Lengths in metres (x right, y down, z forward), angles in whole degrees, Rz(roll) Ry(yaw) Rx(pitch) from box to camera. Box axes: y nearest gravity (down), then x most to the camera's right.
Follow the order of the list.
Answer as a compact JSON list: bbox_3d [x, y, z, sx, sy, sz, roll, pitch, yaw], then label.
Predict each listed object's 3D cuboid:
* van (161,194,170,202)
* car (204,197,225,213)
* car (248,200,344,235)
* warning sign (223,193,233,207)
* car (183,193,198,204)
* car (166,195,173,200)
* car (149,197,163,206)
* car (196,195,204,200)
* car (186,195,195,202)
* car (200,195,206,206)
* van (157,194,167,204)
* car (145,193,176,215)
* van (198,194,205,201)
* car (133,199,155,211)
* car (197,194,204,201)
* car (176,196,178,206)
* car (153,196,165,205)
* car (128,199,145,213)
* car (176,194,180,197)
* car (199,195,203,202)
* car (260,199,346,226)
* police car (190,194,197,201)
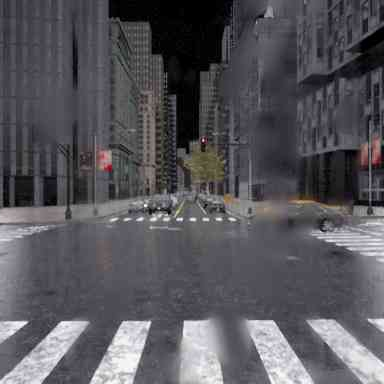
[{"bbox_3d":[-6.129,1.347,77.527,1.690,1.788,3.998,0,0,0],"label":"van"},{"bbox_3d":[2.662,1.546,36.362,2.008,1.369,4.403,0,0,0],"label":"car"},{"bbox_3d":[5.431,1.394,17.646,4.892,1.490,1.837,-2,-1,0],"label":"car"},{"bbox_3d":[4.912,1.111,45.452,1.300,1.860,1.060,0,0,0],"label":"warning sign"},{"bbox_3d":[-0.180,1.492,64.641,2.128,1.511,4.902,0,0,-1],"label":"car"},{"bbox_3d":[-6.233,1.598,93.765,1.802,1.307,4.206,0,0,0],"label":"car"},{"bbox_3d":[-5.989,1.563,55.874,1.947,1.339,4.313,0,0,0],"label":"car"},{"bbox_3d":[2.288,1.567,94.300,2.008,1.369,4.403,0,0,0],"label":"car"},{"bbox_3d":[-0.345,1.529,74.835,1.812,1.442,4.674,0,0,0],"label":"car"},{"bbox_3d":[2.592,1.540,47.251,1.887,1.381,4.507,0,0,0],"label":"car"},{"bbox_3d":[-6.059,1.342,66.700,1.690,1.788,3.998,0,0,0],"label":"van"},{"bbox_3d":[-3.183,1.217,34.623,2.150,2.045,5.566,0,0,0],"label":"car"},{"bbox_3d":[2.356,1.350,83.723,1.690,1.788,3.998,0,0,0],"label":"van"},{"bbox_3d":[-5.895,1.546,41.303,2.008,1.369,4.403,0,0,0],"label":"car"},{"bbox_3d":[2.493,1.550,62.567,2.008,1.369,4.403,0,0,0],"label":"car"},{"bbox_3d":[-3.247,1.596,44.575,1.895,1.301,4.718,0,0,0],"label":"car"},{"bbox_3d":[-6.023,1.524,61.117,1.752,1.417,4.829,0,0,0],"label":"car"},{"bbox_3d":[-5.863,1.546,36.310,2.008,1.369,4.403,0,0,0],"label":"car"},{"bbox_3d":[-3.301,1.523,54.616,1.812,1.442,4.674,0,0,0],"label":"car"},{"bbox_3d":[2.557,1.547,52.695,2.008,1.369,4.403,0,0,0],"label":"car"},{"bbox_3d":[6.995,1.319,21.507,5.008,1.535,1.882,-1,1,8],"label":"car"},{"bbox_3d":[0.452,1.439,90.537,1.930,1.638,5.238,0,0,0],"label":"police car"}]
